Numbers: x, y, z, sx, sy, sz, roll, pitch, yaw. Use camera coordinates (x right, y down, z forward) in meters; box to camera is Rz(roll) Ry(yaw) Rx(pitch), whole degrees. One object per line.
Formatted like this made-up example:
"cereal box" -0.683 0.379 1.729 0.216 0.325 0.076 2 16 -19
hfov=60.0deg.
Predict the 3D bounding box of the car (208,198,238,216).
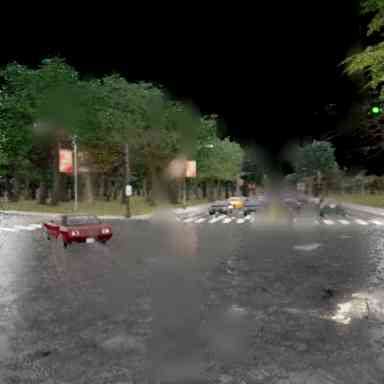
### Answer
"car" 3.011 1.550 33.448 2.033 1.411 5.357 -1 0 15

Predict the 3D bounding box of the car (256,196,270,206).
"car" 11.238 1.410 52.566 1.882 1.535 5.008 -1 0 14

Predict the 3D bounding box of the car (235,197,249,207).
"car" 7.992 1.495 52.981 1.812 1.442 4.674 -1 0 14

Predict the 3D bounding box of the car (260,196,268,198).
"car" 8.696 1.550 42.512 1.895 1.301 4.718 -1 0 14

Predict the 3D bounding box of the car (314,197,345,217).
"car" 12.344 1.247 30.029 2.097 1.767 4.553 -1 0 14

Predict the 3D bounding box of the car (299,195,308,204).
"car" 19.969 1.357 60.574 1.837 1.490 4.892 -1 0 14

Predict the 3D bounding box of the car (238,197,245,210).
"car" 5.473 1.463 43.029 1.882 1.535 5.008 -1 0 14

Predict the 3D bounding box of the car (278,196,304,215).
"car" 9.884 1.431 33.548 1.837 1.490 4.892 -1 0 14

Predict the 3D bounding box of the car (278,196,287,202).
"car" 19.282 1.487 71.099 1.895 1.301 4.718 -1 0 14

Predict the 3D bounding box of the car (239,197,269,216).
"car" 6.135 1.514 32.564 2.033 1.411 5.357 -1 0 15

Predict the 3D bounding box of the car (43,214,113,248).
"car" -5.313 1.623 14.973 1.895 1.301 4.718 0 0 -35
